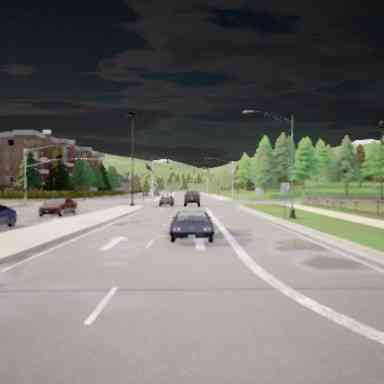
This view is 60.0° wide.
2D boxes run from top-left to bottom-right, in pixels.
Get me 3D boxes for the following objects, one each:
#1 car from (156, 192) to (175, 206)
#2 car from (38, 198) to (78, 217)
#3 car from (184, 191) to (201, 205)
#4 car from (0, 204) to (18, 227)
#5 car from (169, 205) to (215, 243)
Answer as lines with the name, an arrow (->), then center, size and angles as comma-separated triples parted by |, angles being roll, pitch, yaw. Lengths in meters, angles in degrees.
car -> -3.457, 1.143, 46.413 | 2.128, 1.511, 4.902 | 0, 0, 0
car -> -11.564, 1.259, 29.024 | 1.882, 1.535, 5.008 | 0, 0, 0
car -> 0.041, 0.878, 46.014 | 2.150, 2.045, 5.566 | 0, 1, 1
car -> -11.584, 1.384, 18.673 | 1.812, 1.442, 4.674 | 0, 0, 0
car -> -0.003, 1.484, 15.470 | 1.895, 1.301, 4.718 | 0, 0, 0
